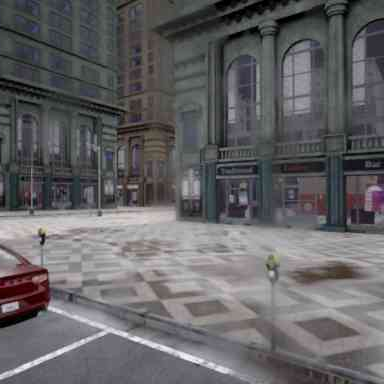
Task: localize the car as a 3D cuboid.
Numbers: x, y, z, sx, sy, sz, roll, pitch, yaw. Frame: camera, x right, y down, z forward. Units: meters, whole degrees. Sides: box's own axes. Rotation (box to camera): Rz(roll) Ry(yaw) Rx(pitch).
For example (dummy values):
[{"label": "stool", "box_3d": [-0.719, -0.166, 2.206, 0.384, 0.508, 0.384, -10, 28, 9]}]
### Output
[{"label": "car", "box_3d": [-4.459, 1.543, 6.147, 4.507, 1.381, 1.887, 0, 0, 35]}]
